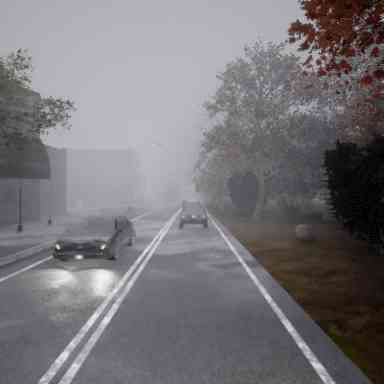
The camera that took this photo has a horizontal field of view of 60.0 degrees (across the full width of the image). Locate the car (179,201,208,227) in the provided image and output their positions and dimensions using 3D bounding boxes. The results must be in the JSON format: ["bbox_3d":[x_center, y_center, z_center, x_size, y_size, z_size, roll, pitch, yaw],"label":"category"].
[{"bbox_3d":[0.091,1.569,22.735,2.033,1.411,5.357,0,0,0],"label":"car"}]

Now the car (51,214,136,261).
[{"bbox_3d":[-3.353,1.555,12.541,2.033,1.411,5.357,0,0,0],"label":"car"}]

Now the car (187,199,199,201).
[{"bbox_3d":[0.141,1.622,41.474,1.882,1.535,5.008,0,0,0],"label":"car"}]
